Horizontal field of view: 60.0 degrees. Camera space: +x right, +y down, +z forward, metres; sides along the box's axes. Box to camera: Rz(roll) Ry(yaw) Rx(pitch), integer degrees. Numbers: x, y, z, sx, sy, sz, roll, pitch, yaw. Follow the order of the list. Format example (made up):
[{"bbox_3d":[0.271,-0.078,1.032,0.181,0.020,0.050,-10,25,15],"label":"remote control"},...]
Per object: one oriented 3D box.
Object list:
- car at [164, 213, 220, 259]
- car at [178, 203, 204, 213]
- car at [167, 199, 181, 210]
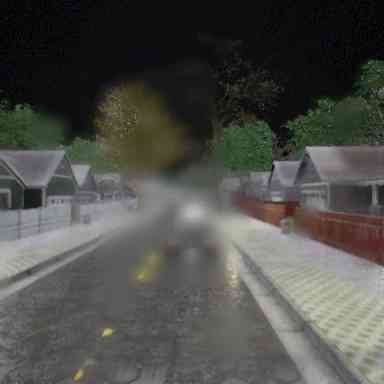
[{"bbox_3d":[0.018,1.735,13.236,1.895,1.301,4.718,0,-1,0],"label":"car"},{"bbox_3d":[0.025,1.818,28.879,1.812,1.442,4.674,0,0,1],"label":"car"},{"bbox_3d":[-2.778,1.891,53.620,2.097,1.767,4.553,0,0,1],"label":"car"}]
